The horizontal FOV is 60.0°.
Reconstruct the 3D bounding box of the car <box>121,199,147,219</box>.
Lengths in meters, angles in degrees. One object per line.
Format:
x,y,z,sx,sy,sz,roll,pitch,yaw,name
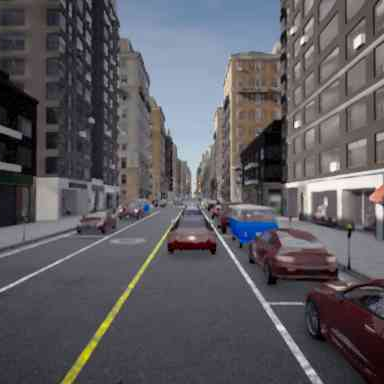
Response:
-5.839,1.746,32.169,1.967,1.590,4.097,1,-1,0,car

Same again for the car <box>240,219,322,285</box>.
2.678,1.671,9.466,1.802,1.307,4.206,1,-1,0,car

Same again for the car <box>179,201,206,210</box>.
0.014,1.805,29.369,1.812,1.442,4.674,0,0,0,car

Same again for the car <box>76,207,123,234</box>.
-5.844,1.779,20.822,1.802,1.307,4.206,1,-1,0,car

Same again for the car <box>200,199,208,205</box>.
2.701,2.267,77.714,1.752,1.417,4.829,1,-1,0,car

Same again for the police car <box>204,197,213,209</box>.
3.149,1.874,47.053,1.930,1.638,5.238,0,-1,0,police car

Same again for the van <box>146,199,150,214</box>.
-5.836,1.702,37.842,1.690,1.788,3.998,1,-1,0,van

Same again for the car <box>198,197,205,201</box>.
2.697,2.160,66.368,1.752,1.417,4.829,1,-1,0,car

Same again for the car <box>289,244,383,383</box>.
2.676,1.618,3.793,1.802,1.307,4.206,1,-1,0,car

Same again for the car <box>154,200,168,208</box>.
-5.831,2.145,60.531,1.947,1.339,4.313,1,-1,0,car

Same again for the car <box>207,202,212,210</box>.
2.685,1.888,32.158,1.802,1.307,4.206,1,-1,0,car

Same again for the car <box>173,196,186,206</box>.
-2.977,2.214,70.987,2.033,1.411,5.357,0,-1,0,car

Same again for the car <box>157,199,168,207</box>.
-5.829,2.177,66.203,1.887,1.381,4.507,1,-1,0,car

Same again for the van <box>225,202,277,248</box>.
2.682,1.484,15.142,1.690,1.788,3.998,1,-1,0,van

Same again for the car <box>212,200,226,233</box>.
2.684,1.512,20.815,2.192,1.841,5.009,1,-1,0,car

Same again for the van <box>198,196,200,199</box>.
2.701,2.027,71.873,1.690,1.788,3.998,1,-1,0,van

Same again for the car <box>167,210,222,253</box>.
0.007,1.700,14.326,1.994,1.385,4.181,0,0,0,car

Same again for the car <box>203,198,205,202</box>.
3.166,2.041,53.942,1.812,1.442,4.674,0,-1,0,car
